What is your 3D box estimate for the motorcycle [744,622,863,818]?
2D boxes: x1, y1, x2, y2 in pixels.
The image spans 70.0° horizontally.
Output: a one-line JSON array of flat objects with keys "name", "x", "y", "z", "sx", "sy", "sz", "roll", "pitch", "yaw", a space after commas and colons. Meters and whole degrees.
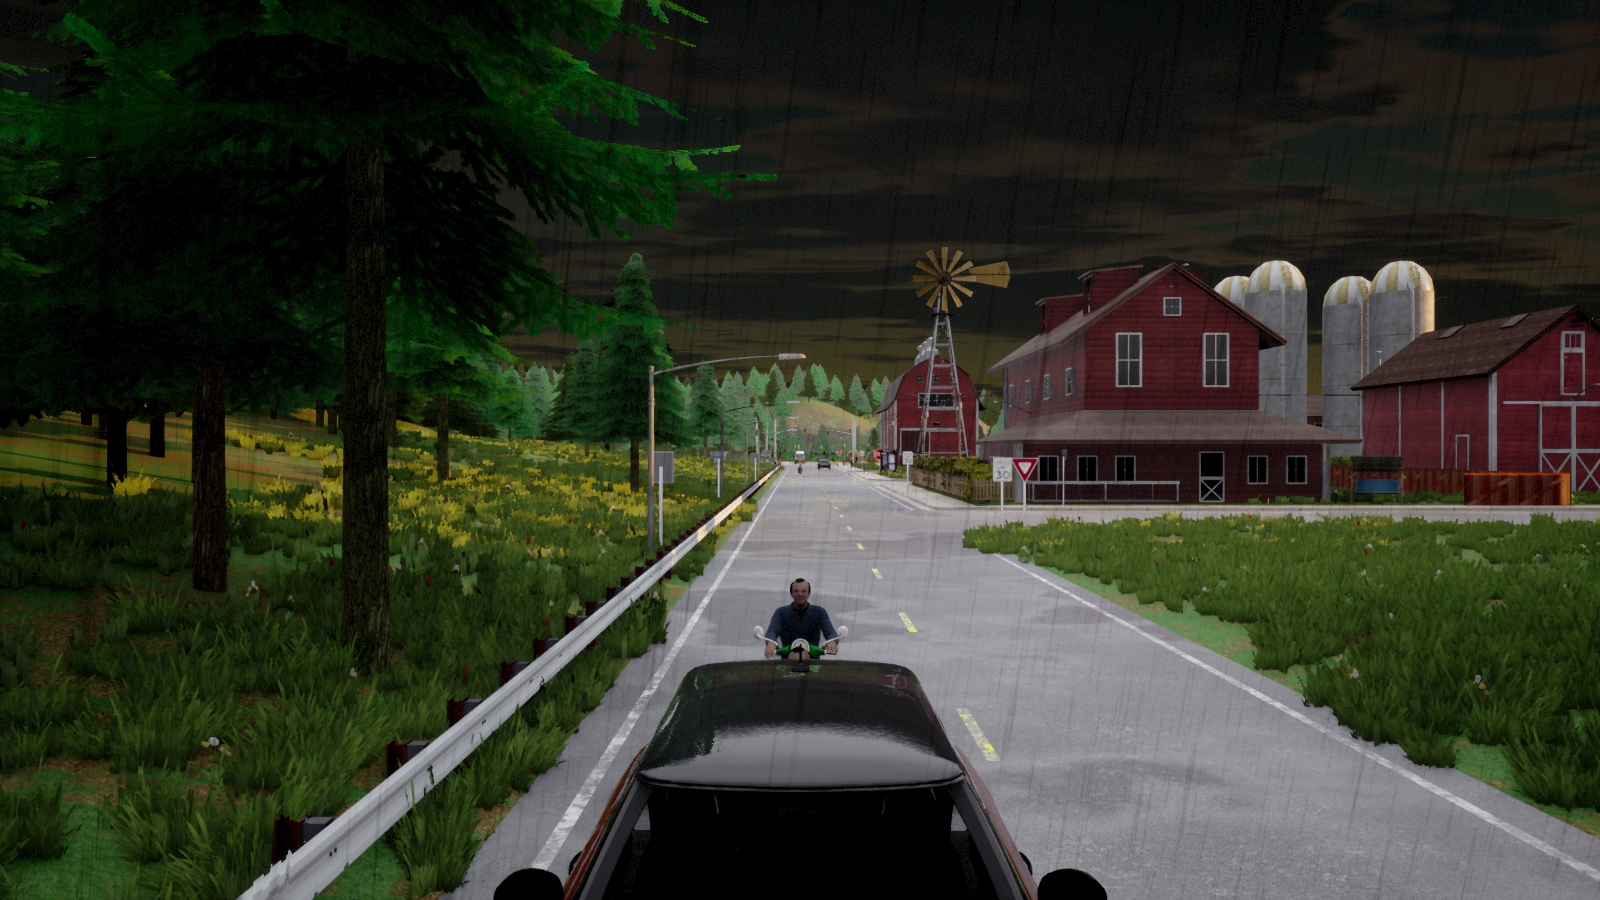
[{"name": "motorcycle", "x": 0.025, "y": 2.229, "z": 9.842, "sx": 0.867, "sy": 1.251, "sz": 2.209, "roll": -2, "pitch": -3, "yaw": 0}]

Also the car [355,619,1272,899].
[{"name": "car", "x": 0.032, "y": 1.899, "z": 4.503, "sx": 2.097, "sy": 1.767, "sz": 4.553, "roll": 0, "pitch": 0, "yaw": 0}]
